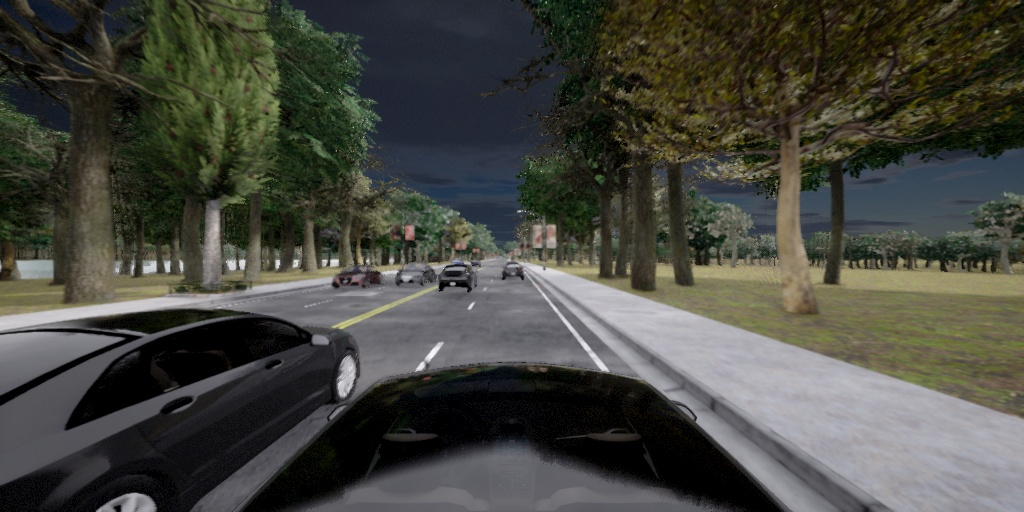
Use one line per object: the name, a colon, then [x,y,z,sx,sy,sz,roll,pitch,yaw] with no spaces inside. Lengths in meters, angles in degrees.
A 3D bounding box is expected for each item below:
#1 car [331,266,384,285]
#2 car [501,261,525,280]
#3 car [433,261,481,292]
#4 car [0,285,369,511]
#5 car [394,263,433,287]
car: [-9.847,1.312,23.171,1.994,1.385,4.181,0,0,0]
car: [0.092,1.282,31.113,1.812,1.442,4.674,0,0,0]
car: [-3.149,1.252,21.482,1.837,1.490,4.892,0,0,0]
car: [-3.153,1.254,3.396,1.837,1.490,4.892,0,0,0]
car: [-6.597,1.241,24.802,2.128,1.511,4.902,0,0,0]
